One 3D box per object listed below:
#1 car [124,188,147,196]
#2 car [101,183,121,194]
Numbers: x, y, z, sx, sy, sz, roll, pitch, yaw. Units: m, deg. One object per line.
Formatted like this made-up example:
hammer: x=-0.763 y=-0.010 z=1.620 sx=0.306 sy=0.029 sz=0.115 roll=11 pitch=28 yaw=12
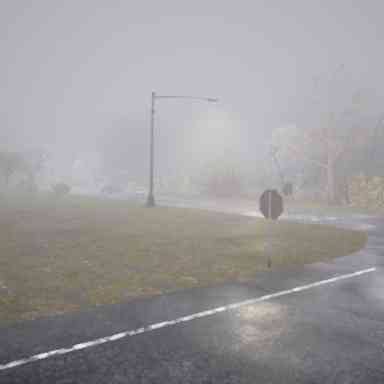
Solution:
car: x=-9.195 y=-0.024 z=53.641 sx=1.895 sy=1.301 sz=4.718 roll=1 pitch=2 yaw=-36
car: x=-15.016 y=-0.726 z=61.762 sx=2.150 sy=2.045 sz=5.566 roll=1 pitch=2 yaw=-36
